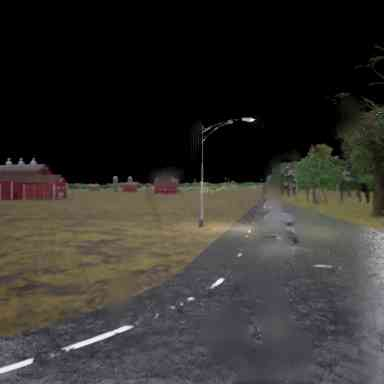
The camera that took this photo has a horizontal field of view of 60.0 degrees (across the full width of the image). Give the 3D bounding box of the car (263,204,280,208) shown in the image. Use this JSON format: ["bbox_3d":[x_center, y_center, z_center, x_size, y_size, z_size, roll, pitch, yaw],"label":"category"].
[{"bbox_3d":[7.265,2.014,29.711,1.895,1.301,4.718,0,-1,12],"label":"car"}]

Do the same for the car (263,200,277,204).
[{"bbox_3d":[10.626,1.937,44.836,2.097,1.767,4.553,0,0,13],"label":"car"}]

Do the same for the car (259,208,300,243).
[{"bbox_3d":[4.684,1.801,17.962,2.033,1.411,5.357,0,-1,13],"label":"car"}]
